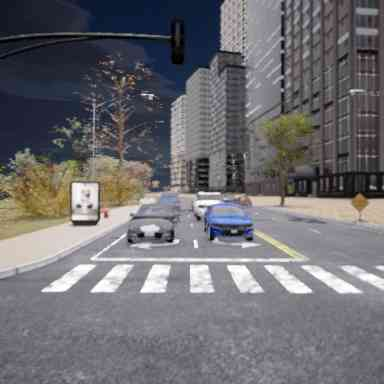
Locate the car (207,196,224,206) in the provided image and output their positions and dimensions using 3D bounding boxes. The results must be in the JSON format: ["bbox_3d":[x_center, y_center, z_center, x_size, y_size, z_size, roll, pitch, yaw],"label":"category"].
[{"bbox_3d":[3.477,1.359,50.081,1.994,1.385,4.181,0,0,-4],"label":"car"}]

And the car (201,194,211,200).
[{"bbox_3d":[3.685,1.278,88.224,1.801,1.575,5.366,0,0,-8],"label":"car"}]

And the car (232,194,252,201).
[{"bbox_3d":[7.014,1.347,45.548,1.812,1.442,4.674,0,0,-3],"label":"car"}]

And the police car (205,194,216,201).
[{"bbox_3d":[4.473,1.246,82.138,1.930,1.638,5.238,0,0,-7],"label":"police car"}]

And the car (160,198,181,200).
[{"bbox_3d":[-1.823,1.344,23.668,1.994,1.385,4.181,0,0,-2],"label":"car"}]

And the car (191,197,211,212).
[{"bbox_3d":[0.934,1.310,35.570,1.812,1.442,4.674,0,0,-2],"label":"car"}]

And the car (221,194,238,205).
[{"bbox_3d":[6.232,1.167,55.661,2.097,1.767,4.553,0,0,-5],"label":"car"}]

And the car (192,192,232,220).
[{"bbox_3d":[1.366,1.020,25.653,2.150,2.045,5.566,0,0,-2],"label":"car"}]

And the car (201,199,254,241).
[{"bbox_3d":[1.636,1.294,15.754,1.882,1.535,5.008,0,0,-1],"label":"car"}]

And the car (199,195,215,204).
[{"bbox_3d":[2.660,1.282,60.068,2.128,1.511,4.902,0,0,-5],"label":"car"}]

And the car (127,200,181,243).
[{"bbox_3d":[-1.601,1.288,14.766,2.128,1.511,4.902,0,0,-1],"label":"car"}]

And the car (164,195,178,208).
[{"bbox_3d":[-2.889,1.251,46.416,1.837,1.490,4.892,0,1,-3],"label":"car"}]

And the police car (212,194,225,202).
[{"bbox_3d":[5.641,1.246,72.112,1.930,1.638,5.238,0,0,-6],"label":"police car"}]

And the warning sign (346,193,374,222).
[{"bbox_3d":[10.961,0.983,21.734,1.300,1.860,1.060,-1,-1,-2],"label":"warning sign"}]

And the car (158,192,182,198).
[{"bbox_3d":[-2.250,0.984,34.396,2.150,2.045,5.566,0,0,-3],"label":"car"}]
